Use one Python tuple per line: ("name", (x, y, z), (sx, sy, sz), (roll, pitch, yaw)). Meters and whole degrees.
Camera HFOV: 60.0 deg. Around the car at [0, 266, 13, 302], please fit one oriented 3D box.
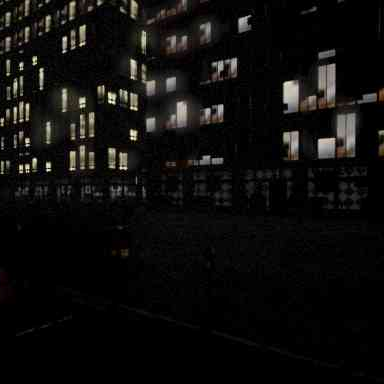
("car", (-5.544, 1.526, 6.834), (4.829, 1.417, 1.752), (0, 0, 36))
